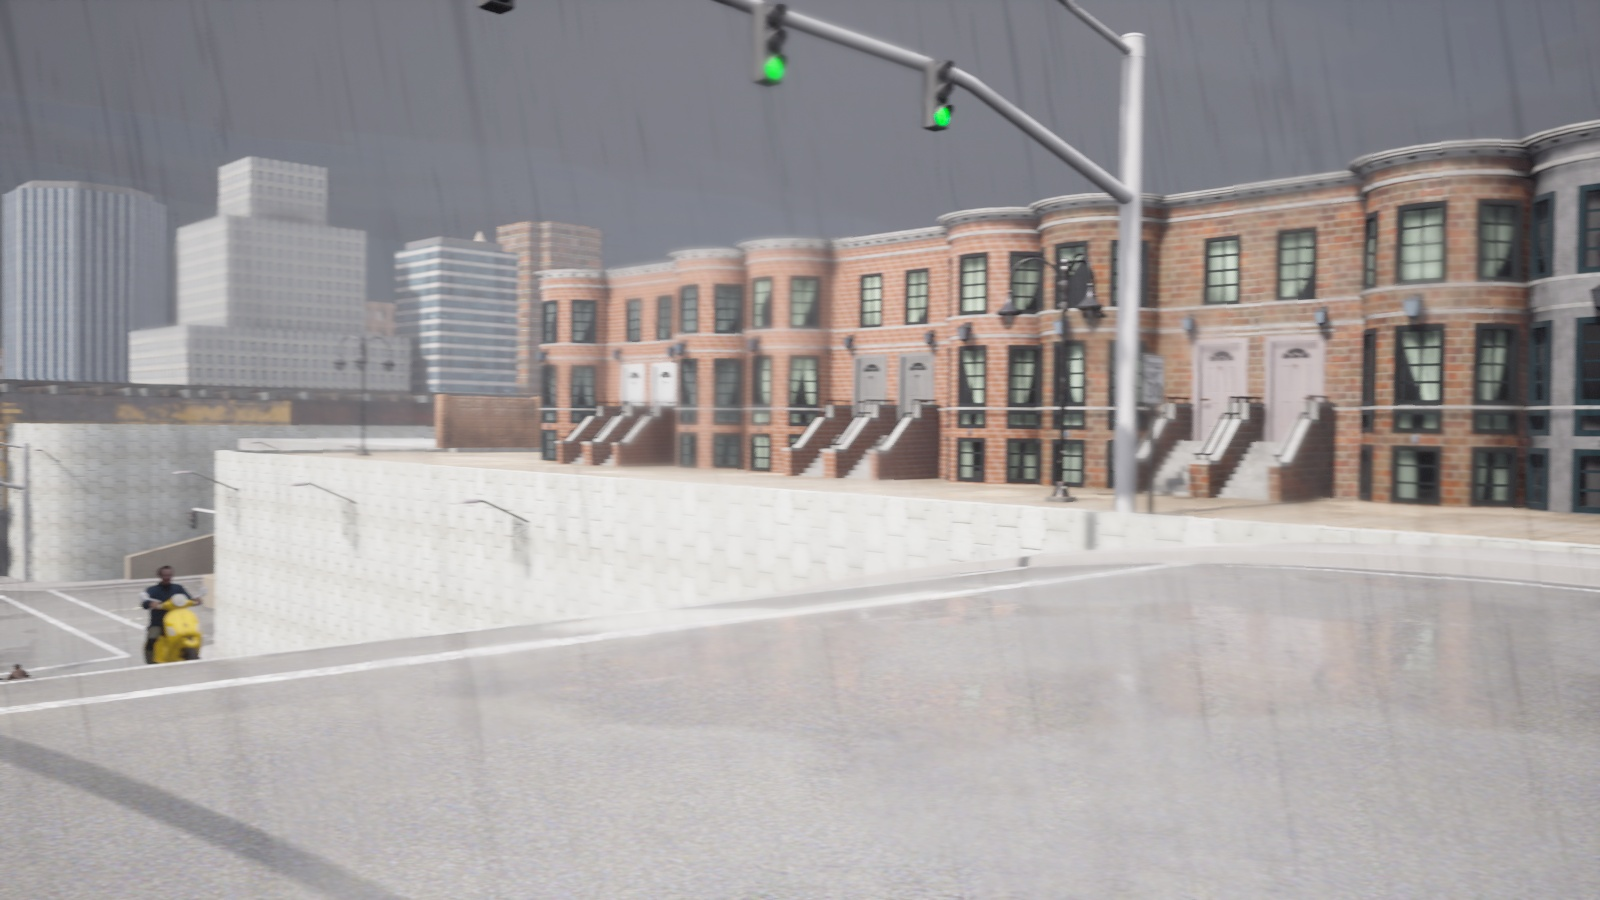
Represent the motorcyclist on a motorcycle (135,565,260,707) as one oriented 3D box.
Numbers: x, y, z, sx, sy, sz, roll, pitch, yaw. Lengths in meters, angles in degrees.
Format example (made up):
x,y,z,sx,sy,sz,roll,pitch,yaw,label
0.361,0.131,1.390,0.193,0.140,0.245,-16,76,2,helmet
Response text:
x,y,z,sx,sy,sz,roll,pitch,yaw,label
-8.070,2.495,16.769,0.866,1.590,1.817,-2,-11,-43,motorcyclist on a motorcycle
